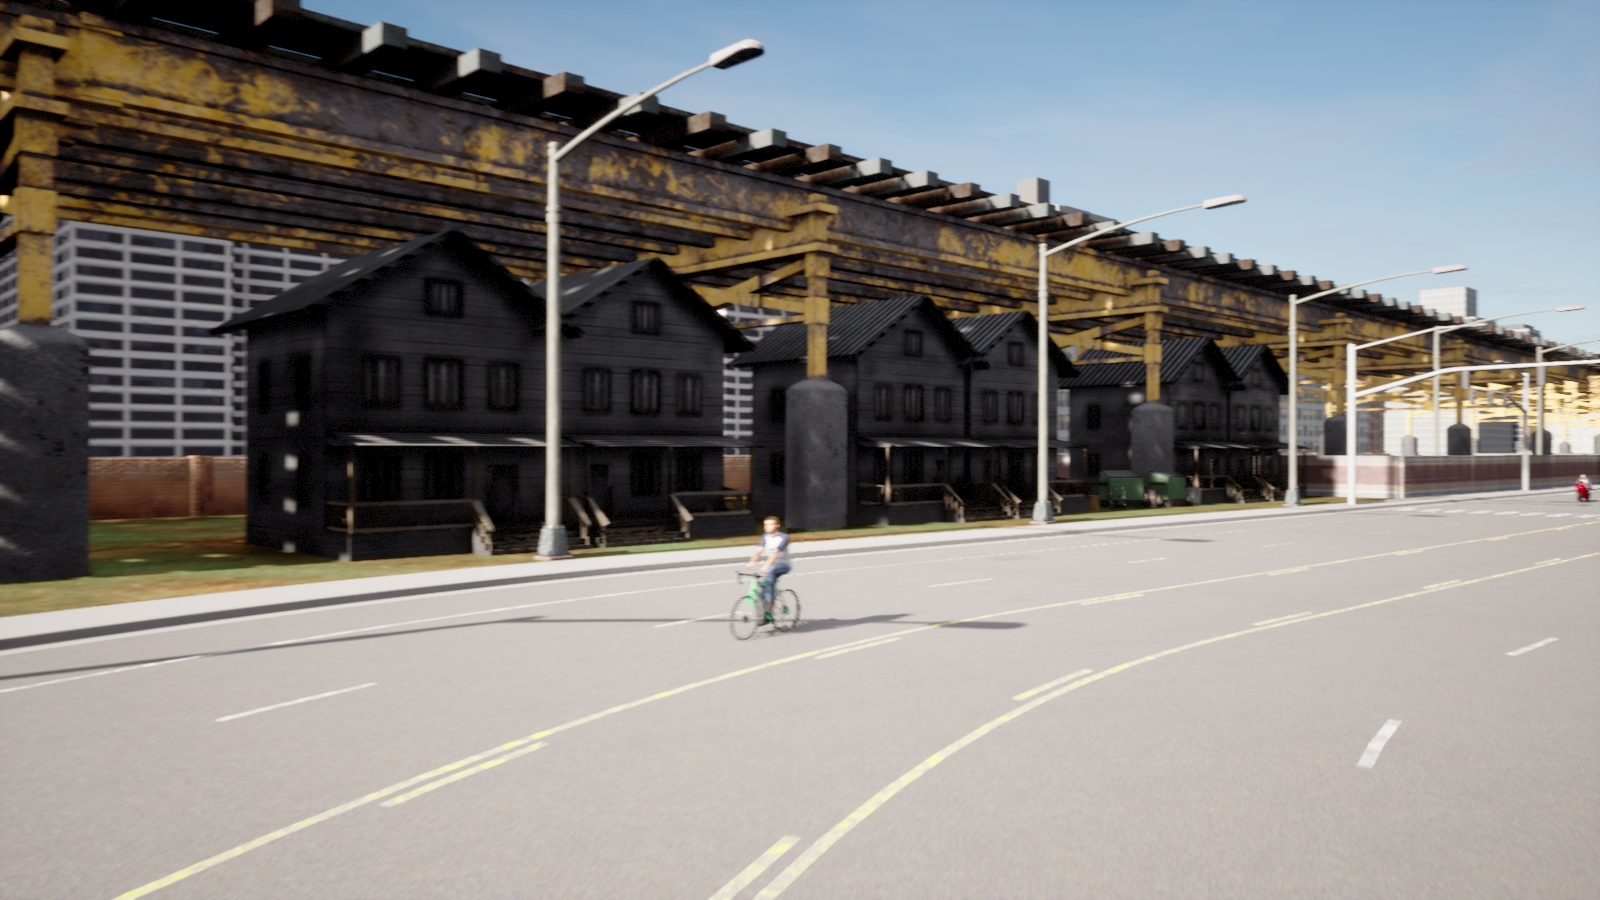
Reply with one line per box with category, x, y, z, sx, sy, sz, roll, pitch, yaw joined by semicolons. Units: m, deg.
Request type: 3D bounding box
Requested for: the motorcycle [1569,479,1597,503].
motorcycle;42.445;2.212;61.889;2.033;1.224;0.803;0;0;-42
